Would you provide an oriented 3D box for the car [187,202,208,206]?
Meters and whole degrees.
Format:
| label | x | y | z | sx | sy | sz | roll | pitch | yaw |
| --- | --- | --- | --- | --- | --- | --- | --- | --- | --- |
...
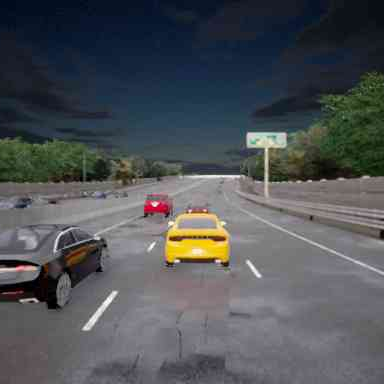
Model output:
| label | x | y | z | sx | sy | sz | roll | pitch | yaw |
| --- | --- | --- | --- | --- | --- | --- | --- | --- | --- |
| car | 0.506 | 1.560 | 29.724 | 1.895 | 1.301 | 4.718 | 0 | 0 | 1 |

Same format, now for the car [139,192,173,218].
| label | x | y | z | sx | sy | sz | roll | pitch | yaw |
| --- | --- | --- | --- | --- | --- | --- | --- | --- | --- |
| car | -2.984 | 1.176 | 30.115 | 2.150 | 2.045 | 5.566 | 0 | 0 | 2 |

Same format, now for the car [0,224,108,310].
| label | x | y | z | sx | sy | sz | roll | pitch | yaw |
| --- | --- | --- | --- | --- | --- | --- | --- | --- | --- |
| car | -3.357 | 1.492 | 7.797 | 2.128 | 1.511 | 4.902 | 0 | 0 | 0 |

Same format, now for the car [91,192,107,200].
| label | x | y | z | sx | sy | sz | roll | pitch | yaw |
| --- | --- | --- | --- | --- | --- | --- | --- | --- | --- |
| car | -19.011 | 0.775 | 68.130 | 1.882 | 1.535 | 5.008 | 0 | 1 | 3 |

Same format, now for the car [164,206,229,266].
| label | x | y | z | sx | sy | sz | roll | pitch | yaw |
| --- | --- | --- | --- | --- | --- | --- | --- | --- | --- |
| car | 0.178 | 1.481 | 11.623 | 1.882 | 1.535 | 5.008 | 0 | 0 | 1 |

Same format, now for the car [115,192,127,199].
| label | x | y | z | sx | sy | sz | roll | pitch | yaw |
| --- | --- | --- | --- | --- | --- | --- | --- | --- | --- |
| car | -15.255 | 0.703 | 72.290 | 2.033 | 1.411 | 5.357 | 0 | 1 | 3 |

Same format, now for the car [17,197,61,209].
| label | x | y | z | sx | sy | sz | roll | pitch | yaw |
| --- | --- | --- | --- | --- | --- | --- | --- | --- | --- |
| car | -13.666 | 1.449 | 30.601 | 1.837 | 1.490 | 4.892 | 0 | 0 | 2 |

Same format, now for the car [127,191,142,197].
| label | x | y | z | sx | sy | sz | roll | pitch | yaw |
| --- | --- | --- | --- | --- | --- | --- | --- | --- | --- |
| car | -11.786 | 0.538 | 71.675 | 2.097 | 1.767 | 4.553 | 0 | 1 | 3 |

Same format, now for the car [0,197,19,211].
| label | x | y | z | sx | sy | sz | roll | pitch | yaw |
| --- | --- | --- | --- | --- | --- | --- | --- | --- | --- |
| car | -17.127 | 1.283 | 31.962 | 2.097 | 1.767 | 4.553 | 0 | 0 | 2 |
